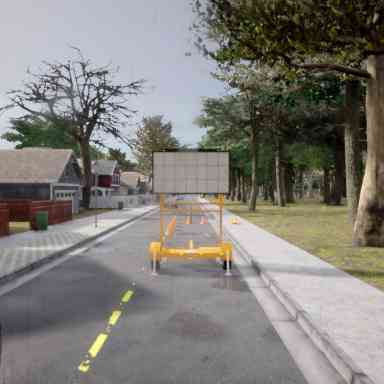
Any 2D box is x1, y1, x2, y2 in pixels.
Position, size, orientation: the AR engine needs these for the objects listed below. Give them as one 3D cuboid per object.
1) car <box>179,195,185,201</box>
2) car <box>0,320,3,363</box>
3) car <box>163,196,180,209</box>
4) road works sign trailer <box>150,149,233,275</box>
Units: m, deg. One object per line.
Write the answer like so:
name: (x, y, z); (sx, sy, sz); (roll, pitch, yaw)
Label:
car: (-2.949, 1.617, 90.371); (2.033, 1.411, 5.357); (0, 0, 0)
car: (-2.851, 1.504, 1.470); (1.837, 1.490, 4.892); (0, 0, 0)
car: (-2.935, 1.539, 44.873); (1.812, 1.442, 4.674); (0, 0, 0)
road works sign trailer: (-0.022, 0.464, 10.375); (2.380, 3.560, 2.880); (0, 0, 0)
